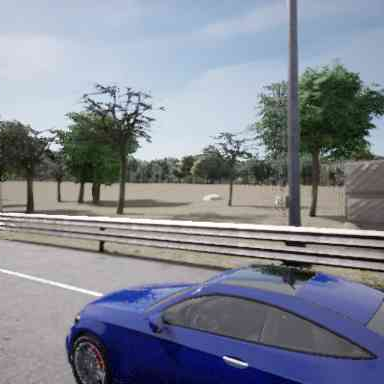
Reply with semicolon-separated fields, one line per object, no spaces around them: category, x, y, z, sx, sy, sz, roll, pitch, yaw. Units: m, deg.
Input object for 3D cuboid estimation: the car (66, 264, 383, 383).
car;0.633;1.543;3.538;4.674;1.442;1.812;-1;0;35
